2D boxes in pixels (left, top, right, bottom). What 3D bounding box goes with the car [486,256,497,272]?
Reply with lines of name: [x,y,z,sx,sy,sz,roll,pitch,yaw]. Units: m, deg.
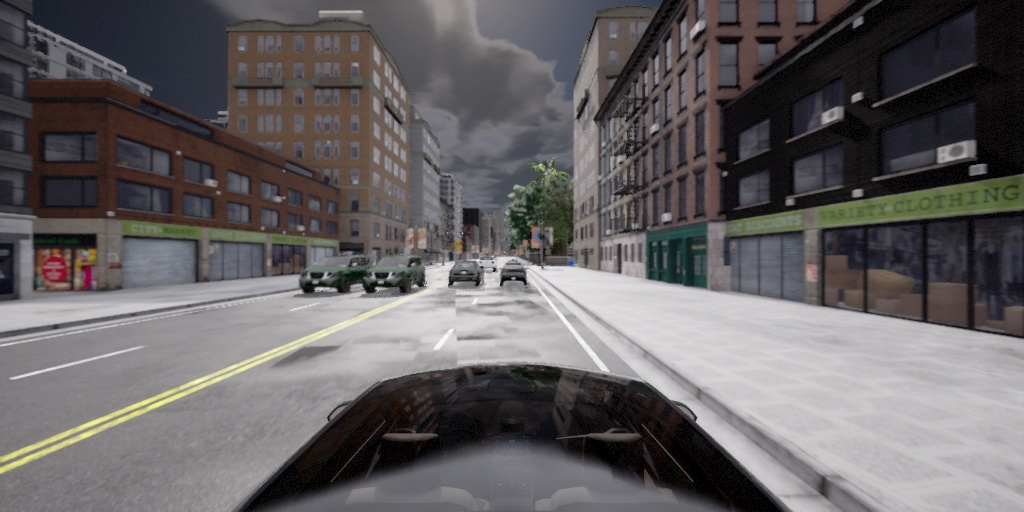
car: [-3.143,0.958,46.913,2.150,2.045,5.566,0,0,0]

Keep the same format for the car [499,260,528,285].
car: [0.104,1.245,26.013,1.837,1.490,4.892,0,0,0]

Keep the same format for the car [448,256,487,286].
car: [-3.144,1.094,25.462,2.097,1.767,4.553,0,0,0]

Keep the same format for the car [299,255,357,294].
car: [-9.769,0.967,20.640,2.150,2.045,5.566,0,0,0]

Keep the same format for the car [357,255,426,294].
car: [-6.519,0.967,20.641,2.150,2.045,5.566,0,0,0]
